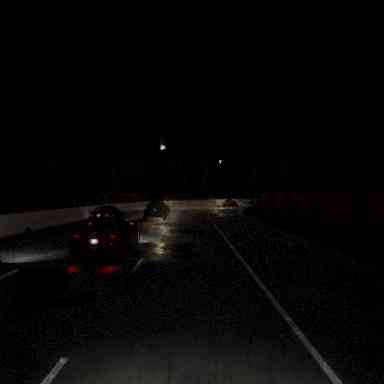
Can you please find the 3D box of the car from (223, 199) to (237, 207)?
[{"bbox_3d":[7.544,2.136,65.413,1.801,1.575,5.366,0,-1,22],"label":"car"}]

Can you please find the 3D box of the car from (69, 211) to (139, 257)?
[{"bbox_3d":[-3.403,1.706,13.557,1.994,1.385,4.181,0,-1,0],"label":"car"}]

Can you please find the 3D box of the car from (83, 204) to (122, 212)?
[{"bbox_3d":[-6.904,1.832,27.267,2.033,1.411,5.357,0,-1,0],"label":"car"}]

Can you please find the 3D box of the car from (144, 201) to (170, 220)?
[{"bbox_3d":[-3.363,1.690,32.384,2.097,1.767,4.553,0,-1,1],"label":"car"}]

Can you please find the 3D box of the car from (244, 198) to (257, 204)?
[{"bbox_3d":[14.221,2.269,81.099,1.812,1.442,4.674,0,-1,33],"label":"car"}]

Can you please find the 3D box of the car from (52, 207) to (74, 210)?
[{"bbox_3d":[-16.745,2.070,45.074,1.895,1.301,4.718,0,-1,7],"label":"car"}]

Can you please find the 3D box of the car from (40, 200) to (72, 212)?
[{"bbox_3d":[-19.762,1.998,48.543,2.128,1.511,4.902,0,-1,9],"label":"car"}]
